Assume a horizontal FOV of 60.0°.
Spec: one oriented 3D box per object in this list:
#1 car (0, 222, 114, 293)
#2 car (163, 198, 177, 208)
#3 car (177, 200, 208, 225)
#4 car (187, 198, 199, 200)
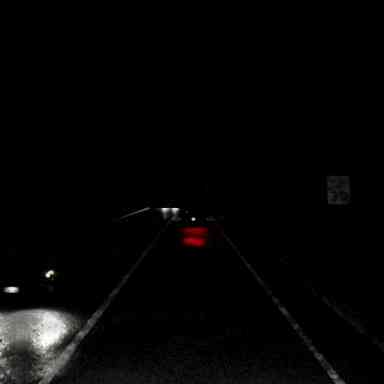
[{"bbox_3d":[-3.600,1.578,9.319,2.033,1.411,5.357,0,0,0],"label":"car"},{"bbox_3d":[-3.301,1.700,51.077,1.812,1.442,4.674,0,0,3],"label":"car"},{"bbox_3d":[0.100,1.588,25.098,1.837,1.490,4.892,0,0,0],"label":"car"},{"bbox_3d":[0.122,1.487,41.611,2.097,1.767,4.553,0,0,0],"label":"car"}]
